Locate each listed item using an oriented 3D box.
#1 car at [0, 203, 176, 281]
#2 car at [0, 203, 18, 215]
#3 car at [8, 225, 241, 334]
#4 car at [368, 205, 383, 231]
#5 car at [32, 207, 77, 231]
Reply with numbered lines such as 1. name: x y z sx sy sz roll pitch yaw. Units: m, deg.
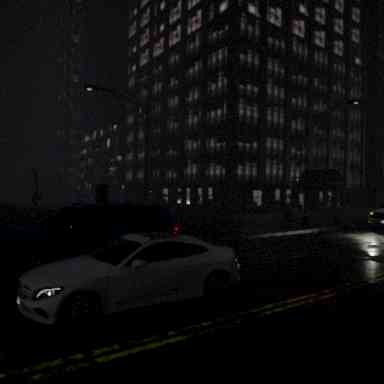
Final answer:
1. car: -2.960 1.327 9.572 5.566 2.045 2.150 2 -2 -35
2. car: -23.438 2.085 42.101 1.947 1.339 4.313 1 -1 -36
3. car: -1.018 1.605 6.965 4.674 1.442 1.812 2 -1 -36
4. car: 13.630 1.450 21.389 5.566 2.045 2.150 1 0 -35
5. car: -10.001 1.867 23.969 2.008 1.369 4.403 1 -1 -36
